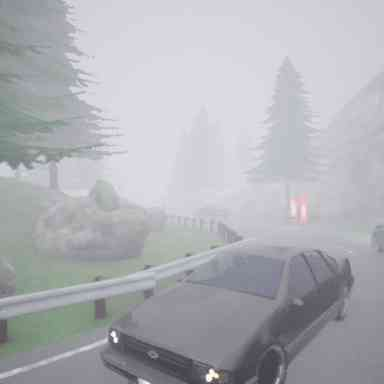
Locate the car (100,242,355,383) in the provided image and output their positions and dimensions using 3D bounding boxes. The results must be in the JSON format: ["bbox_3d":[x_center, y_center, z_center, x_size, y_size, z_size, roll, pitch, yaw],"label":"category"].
[{"bbox_3d":[1.202,1.609,5.474,2.033,1.411,5.357,-1,-1,38],"label":"car"}]

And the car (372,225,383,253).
[{"bbox_3d":[7.523,1.565,11.123,2.128,1.511,4.902,0,-1,15],"label":"car"}]

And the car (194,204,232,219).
[{"bbox_3d":[2.052,1.947,33.833,2.033,1.411,5.357,0,-1,-24],"label":"car"}]

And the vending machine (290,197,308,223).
[{"bbox_3d":[8.764,1.454,27.232,1.100,2.100,0.880,0,-1,-24],"label":"vending machine"}]
